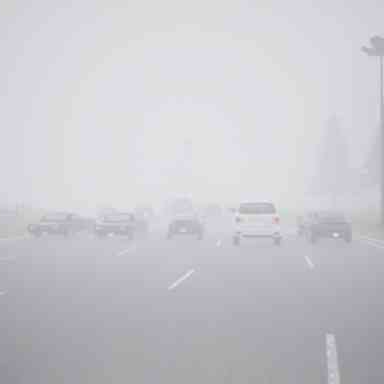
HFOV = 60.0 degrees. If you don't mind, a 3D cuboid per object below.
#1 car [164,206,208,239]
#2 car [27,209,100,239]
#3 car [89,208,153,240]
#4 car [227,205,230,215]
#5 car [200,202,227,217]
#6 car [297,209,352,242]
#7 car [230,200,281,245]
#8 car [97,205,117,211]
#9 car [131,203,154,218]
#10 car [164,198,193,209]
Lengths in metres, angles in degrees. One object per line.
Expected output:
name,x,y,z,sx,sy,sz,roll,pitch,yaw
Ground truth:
car,-0.246,1.729,18.676,1.812,1.442,4.674,0,0,5
car,-7.208,1.831,19.019,1.895,1.301,4.718,0,-1,6
car,-3.745,1.814,18.519,1.895,1.301,4.718,0,-1,6
car,5.188,1.872,36.617,2.128,1.511,4.902,0,0,-14
car,1.776,1.889,35.831,1.837,1.490,4.892,0,0,-14
car,6.726,1.673,17.292,1.837,1.490,4.892,0,0,7
car,3.154,1.398,16.857,2.150,2.045,5.566,0,0,7
car,-8.535,1.954,33.495,1.994,1.385,4.181,0,-1,-16
car,-5.103,1.894,34.230,1.837,1.490,4.892,0,0,-16
car,-1.428,1.599,34.144,2.150,2.045,5.566,0,0,-14
